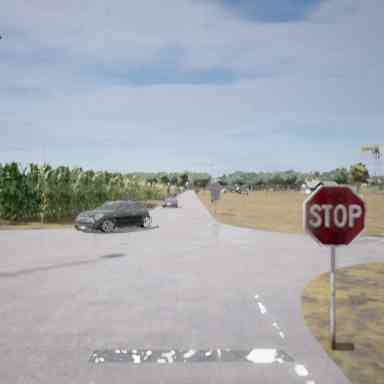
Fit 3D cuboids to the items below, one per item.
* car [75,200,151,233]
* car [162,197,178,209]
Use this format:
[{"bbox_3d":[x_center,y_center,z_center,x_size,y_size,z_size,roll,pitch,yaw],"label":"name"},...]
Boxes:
[{"bbox_3d":[-4.464,1.320,19.367,2.097,1.767,4.553,-1,-1,34],"label":"car"},{"bbox_3d":[-2.800,1.357,43.505,2.128,1.511,4.902,0,0,0],"label":"car"}]
